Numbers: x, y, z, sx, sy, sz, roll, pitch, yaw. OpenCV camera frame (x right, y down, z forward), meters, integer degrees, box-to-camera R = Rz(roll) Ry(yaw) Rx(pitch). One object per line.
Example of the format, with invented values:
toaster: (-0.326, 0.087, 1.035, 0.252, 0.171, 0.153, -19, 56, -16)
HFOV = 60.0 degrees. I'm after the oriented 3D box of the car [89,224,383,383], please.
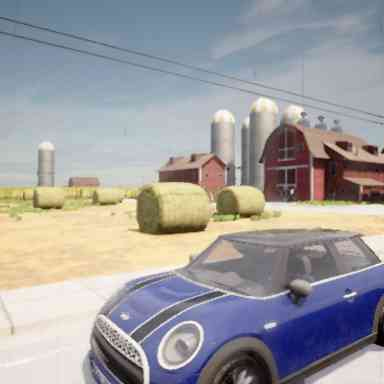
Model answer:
car: (0.971, 1.358, 4.678, 4.553, 1.767, 2.097, 0, 0, -35)
